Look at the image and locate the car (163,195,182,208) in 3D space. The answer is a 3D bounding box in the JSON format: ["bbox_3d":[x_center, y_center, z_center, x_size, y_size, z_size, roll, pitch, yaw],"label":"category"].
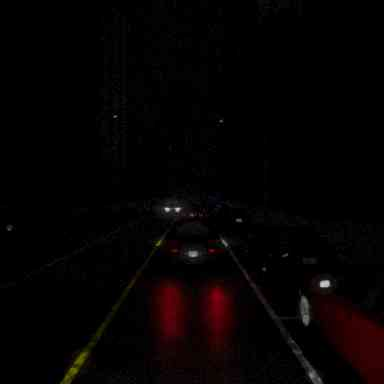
[{"bbox_3d":[-3.066,1.714,53.511,1.882,1.535,5.008,0,-1,0],"label":"car"}]

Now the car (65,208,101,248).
[{"bbox_3d":[-5.850,1.639,15.248,1.947,1.339,4.313,1,0,0],"label":"car"}]

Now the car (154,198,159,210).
[{"bbox_3d":[-5.848,1.742,43.371,1.887,1.381,4.507,1,0,0],"label":"car"}]

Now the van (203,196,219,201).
[{"bbox_3d":[2.680,1.539,43.375,1.690,1.788,3.998,1,0,0],"label":"van"}]

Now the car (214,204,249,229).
[{"bbox_3d":[2.676,1.666,20.875,1.947,1.339,4.313,1,0,0],"label":"car"}]

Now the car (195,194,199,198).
[{"bbox_3d":[2.680,1.913,93.996,1.887,1.381,4.507,1,0,0],"label":"car"}]

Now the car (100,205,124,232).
[{"bbox_3d":[-5.849,1.665,20.872,1.947,1.339,4.313,1,0,0],"label":"car"}]

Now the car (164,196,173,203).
[{"bbox_3d":[-5.846,1.861,82.572,1.752,1.417,4.829,1,0,0],"label":"car"}]

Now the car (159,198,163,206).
[{"bbox_3d":[-5.847,1.806,60.244,1.887,1.381,4.507,1,0,0],"label":"car"}]

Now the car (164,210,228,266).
[{"bbox_3d":[0.047,1.582,11.709,1.812,1.442,4.674,0,0,0],"label":"car"}]

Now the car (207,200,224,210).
[{"bbox_3d":[2.676,1.732,32.125,1.802,1.307,4.206,1,0,0],"label":"car"}]

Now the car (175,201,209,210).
[{"bbox_3d":[0.041,1.671,25.968,2.033,1.411,5.357,0,0,1],"label":"car"}]

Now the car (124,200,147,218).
[{"bbox_3d":[-5.849,1.695,32.122,1.887,1.381,4.507,1,0,0],"label":"car"}]

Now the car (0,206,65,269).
[{"bbox_3d":[-5.847,1.362,9.625,2.192,1.841,5.009,1,0,0],"label":"car"}]

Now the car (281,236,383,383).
[{"bbox_3d":[2.676,1.565,4.002,1.887,1.381,4.507,1,0,0],"label":"car"}]

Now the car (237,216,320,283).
[{"bbox_3d":[2.676,1.613,9.626,1.947,1.339,4.313,1,0,0],"label":"car"}]

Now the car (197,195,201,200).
[{"bbox_3d":[2.679,1.851,71.498,2.008,1.369,4.403,1,0,0],"label":"car"}]

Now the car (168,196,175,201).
[{"bbox_3d":[-5.846,1.950,93.991,1.802,1.307,4.206,1,0,0],"label":"car"}]

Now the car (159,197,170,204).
[{"bbox_3d":[-5.847,1.851,71.493,2.008,1.369,4.403,1,0,0],"label":"car"}]

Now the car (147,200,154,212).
[{"bbox_3d":[-5.847,1.614,37.747,1.967,1.590,4.097,1,0,0],"label":"car"}]

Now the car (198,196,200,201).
[{"bbox_3d":[2.678,1.812,60.249,2.008,1.369,4.403,1,0,0],"label":"car"}]

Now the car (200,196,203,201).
[{"bbox_3d":[2.679,1.660,48.999,1.967,1.590,4.097,1,0,0],"label":"car"}]
